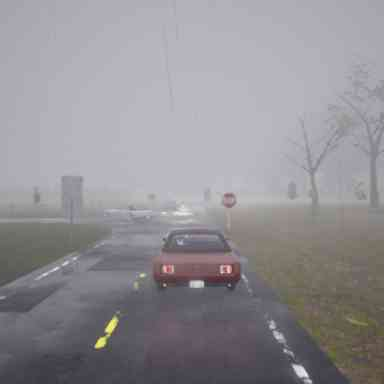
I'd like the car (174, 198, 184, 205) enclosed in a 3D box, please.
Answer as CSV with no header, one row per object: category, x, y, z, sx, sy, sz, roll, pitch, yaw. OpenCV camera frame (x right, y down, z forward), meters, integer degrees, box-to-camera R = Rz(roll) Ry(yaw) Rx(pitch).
car,-2.690,1.978,70.409,1.837,1.490,4.892,0,0,0

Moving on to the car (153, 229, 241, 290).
car,0.106,1.667,9.220,1.895,1.301,4.718,0,0,0

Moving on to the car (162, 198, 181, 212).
car,-2.804,1.815,44.515,1.837,1.490,4.892,0,0,0

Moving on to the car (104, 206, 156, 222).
car,-5.368,1.800,28.299,4.718,1.301,1.895,-1,-2,38

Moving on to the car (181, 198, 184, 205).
car,-2.781,1.864,55.963,1.882,1.535,5.008,0,0,0
